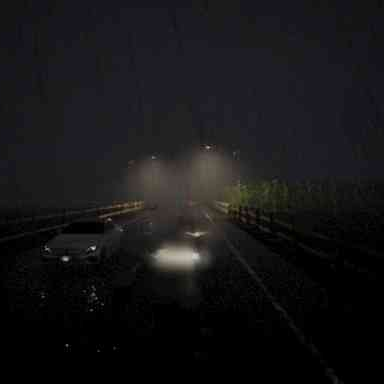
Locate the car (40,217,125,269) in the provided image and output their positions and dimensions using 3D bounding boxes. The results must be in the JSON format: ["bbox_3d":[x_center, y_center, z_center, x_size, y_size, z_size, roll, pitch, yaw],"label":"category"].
[{"bbox_3d":[-3.598,1.655,11.808,1.812,1.442,4.674,0,-1,0],"label":"car"}]

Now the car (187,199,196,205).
[{"bbox_3d":[-0.070,2.309,77.281,2.128,1.511,4.902,0,-1,0],"label":"car"}]

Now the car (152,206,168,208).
[{"bbox_3d":[-3.534,1.727,38.039,1.895,1.301,4.718,0,-1,0],"label":"car"}]

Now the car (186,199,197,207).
[{"bbox_3d":[-0.061,2.105,67.216,2.097,1.767,4.553,0,-1,0],"label":"car"}]
